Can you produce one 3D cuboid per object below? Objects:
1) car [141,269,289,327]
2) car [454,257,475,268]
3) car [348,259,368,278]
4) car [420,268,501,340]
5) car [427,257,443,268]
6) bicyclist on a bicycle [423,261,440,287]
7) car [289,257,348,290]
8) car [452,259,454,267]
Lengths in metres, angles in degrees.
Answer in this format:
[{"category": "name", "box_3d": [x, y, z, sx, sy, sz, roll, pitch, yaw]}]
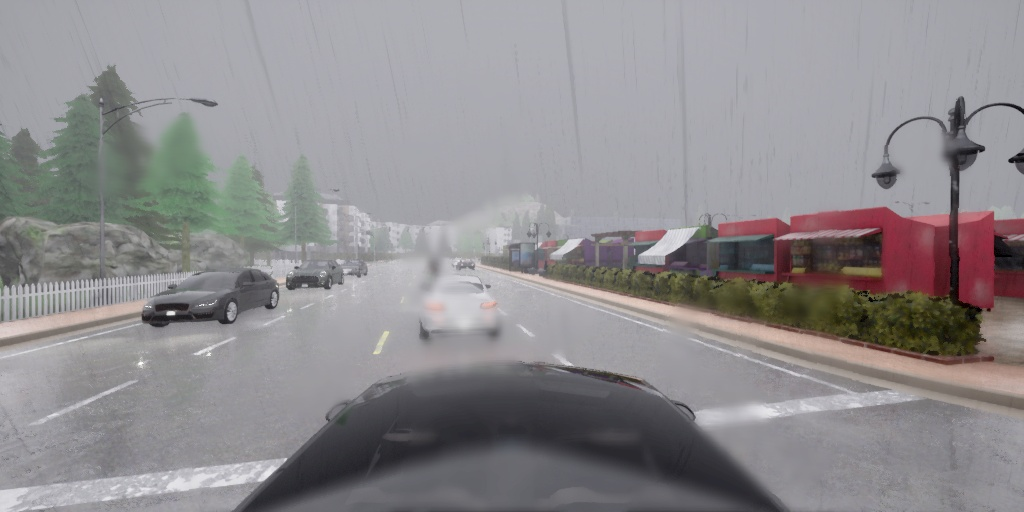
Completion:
[{"category": "car", "box_3d": [-9.201, 1.190, 11.465, 1.837, 1.490, 4.892, 0, 0, -13]}, {"category": "car", "box_3d": [-5.677, 1.047, 43.744, 1.895, 1.301, 4.718, 0, 0, -13]}, {"category": "car", "box_3d": [-13.627, 1.033, 30.681, 2.128, 1.511, 4.902, 0, 0, -13]}, {"category": "car", "box_3d": [-1.487, 1.225, 9.761, 1.812, 1.442, 4.674, 0, 0, -12]}, {"category": "car", "box_3d": [-10.919, 0.897, 50.798, 1.837, 1.490, 4.892, 0, 0, -13]}, {"category": "bicyclist on a bicycle", "box_3d": [-4.333, 1.078, 19.607, 0.582, 1.620, 1.656, 0, 1, 25]}, {"category": "car", "box_3d": [-11.417, 0.965, 21.062, 2.097, 1.767, 4.553, 0, 0, -13]}, {"category": "car", "box_3d": [-7.706, 0.905, 52.624, 1.812, 1.442, 4.674, 0, 0, -13]}]
